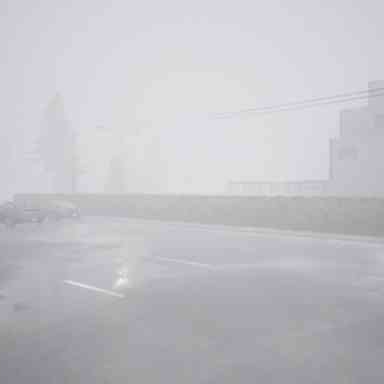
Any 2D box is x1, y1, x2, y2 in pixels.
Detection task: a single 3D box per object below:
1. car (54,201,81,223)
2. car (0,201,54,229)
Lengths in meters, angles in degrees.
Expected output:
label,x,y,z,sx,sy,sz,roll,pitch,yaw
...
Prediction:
label,x,y,z,sx,sy,sz,roll,pitch,yaw
car,-9.866,1.396,23.914,4.674,1.442,1.812,0,0,35
car,-11.014,1.369,20.450,4.902,1.511,2.128,0,0,36
